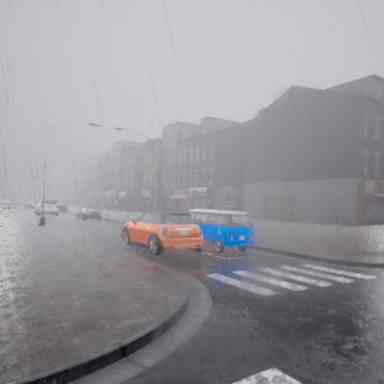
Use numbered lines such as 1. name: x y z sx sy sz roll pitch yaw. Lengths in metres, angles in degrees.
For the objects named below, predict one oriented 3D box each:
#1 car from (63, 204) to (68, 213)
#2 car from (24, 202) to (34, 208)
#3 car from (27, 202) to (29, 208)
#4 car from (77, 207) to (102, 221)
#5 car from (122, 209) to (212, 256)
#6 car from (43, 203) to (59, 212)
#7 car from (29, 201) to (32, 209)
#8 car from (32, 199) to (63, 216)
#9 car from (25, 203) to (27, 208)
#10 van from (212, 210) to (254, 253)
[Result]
1. car: -20.121 2.406 50.198 1.882 1.535 5.008 3 -2 -32
2. car: -39.344 3.077 80.353 1.802 1.307 4.206 3 -2 -32
3. car: -33.567 2.889 71.073 1.802 1.307 4.206 3 -2 -32
4. car: -10.460 2.225 33.946 1.802 1.307 4.206 3 -2 -32
5. car: -1.415 1.617 14.628 2.097 1.767 4.553 3 -2 -31
6. car: -23.814 2.561 56.144 1.812 1.442 4.674 3 -2 -32
7. car: -30.767 2.744 66.578 1.752 1.417 4.829 3 -2 -32
8. car: -17.829 1.884 40.928 2.150 2.045 5.566 3 -2 -31
9. car: -36.452 2.840 75.718 1.967 1.590 4.097 3 -2 -32
10. van: 1.100 1.712 15.388 1.690 1.788 3.998 3 -2 -32
